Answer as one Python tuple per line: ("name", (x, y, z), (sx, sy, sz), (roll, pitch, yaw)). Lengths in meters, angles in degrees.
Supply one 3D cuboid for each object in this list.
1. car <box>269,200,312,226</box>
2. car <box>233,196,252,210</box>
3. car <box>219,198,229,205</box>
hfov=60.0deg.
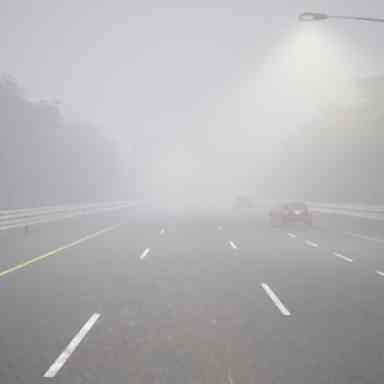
("car", (7.035, 1.437, 24.230), (2.097, 1.767, 4.553), (0, 0, 0))
("car", (7.127, 1.529, 47.203), (2.150, 2.045, 5.566), (0, -1, 0))
("car", (7.329, 2.124, 76.515), (1.882, 1.535, 5.008), (0, -1, 1))
